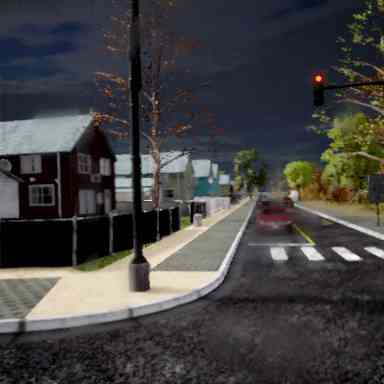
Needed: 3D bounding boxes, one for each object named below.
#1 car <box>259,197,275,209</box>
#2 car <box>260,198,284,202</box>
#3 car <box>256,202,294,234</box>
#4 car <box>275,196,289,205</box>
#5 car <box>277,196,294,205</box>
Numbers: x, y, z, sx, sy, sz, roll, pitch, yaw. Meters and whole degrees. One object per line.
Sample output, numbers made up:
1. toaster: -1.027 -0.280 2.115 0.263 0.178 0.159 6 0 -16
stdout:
1. car: 11.055 1.588 49.368 2.128 1.511 4.902 -2 -1 12
2. car: 7.138 1.599 30.738 1.812 1.442 4.674 -2 -1 12
3. car: 4.842 1.585 19.679 1.812 1.442 4.674 -2 0 12
4. car: 15.903 1.512 59.000 2.128 1.511 4.902 -2 0 12
5. car: 13.888 1.509 48.924 1.837 1.490 4.892 -2 0 11
